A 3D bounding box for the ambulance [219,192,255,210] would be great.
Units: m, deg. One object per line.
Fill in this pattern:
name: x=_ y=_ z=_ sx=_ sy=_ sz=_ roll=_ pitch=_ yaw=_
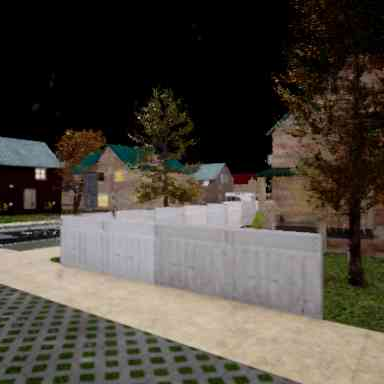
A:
ambulance: x=5.617 y=1.239 z=41.074 sx=2.351 sy=2.431 sz=6.366 roll=-1 pitch=-1 yaw=34
